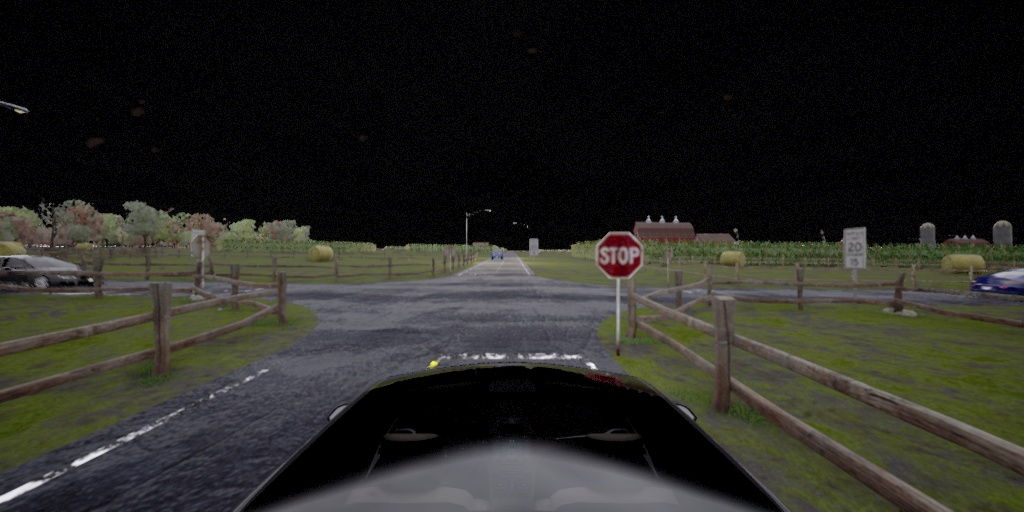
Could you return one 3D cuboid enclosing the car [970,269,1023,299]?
[{"bbox_3d":[23.563,1.300,16.093,4.674,1.442,1.812,1,0,-1],"label":"car"}]

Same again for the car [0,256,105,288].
[{"bbox_3d":[-20.767,0.750,15.577,4.892,1.490,1.837,1,0,-1],"label":"car"}]
